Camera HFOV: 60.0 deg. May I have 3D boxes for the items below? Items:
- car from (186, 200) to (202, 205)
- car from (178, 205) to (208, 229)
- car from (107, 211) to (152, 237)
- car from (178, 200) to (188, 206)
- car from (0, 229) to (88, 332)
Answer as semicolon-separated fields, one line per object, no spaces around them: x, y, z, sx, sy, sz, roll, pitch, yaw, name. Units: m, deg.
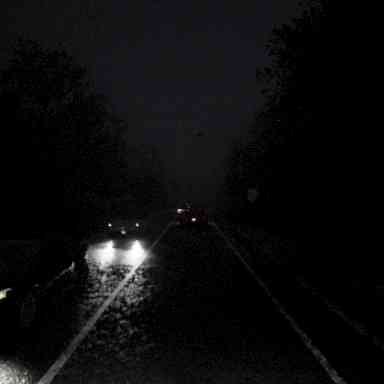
0.655;2.134;42.918;1.994;1.385;4.181;0;-1;4;car
0.115;1.855;24.321;1.994;1.385;4.181;0;-1;0;car
-3.560;1.823;19.521;1.895;1.301;4.718;0;-1;0;car
-1.037;2.115;58.173;2.097;1.767;4.553;1;-1;11;car
-3.591;1.570;7.019;1.812;1.442;4.674;0;-1;0;car
